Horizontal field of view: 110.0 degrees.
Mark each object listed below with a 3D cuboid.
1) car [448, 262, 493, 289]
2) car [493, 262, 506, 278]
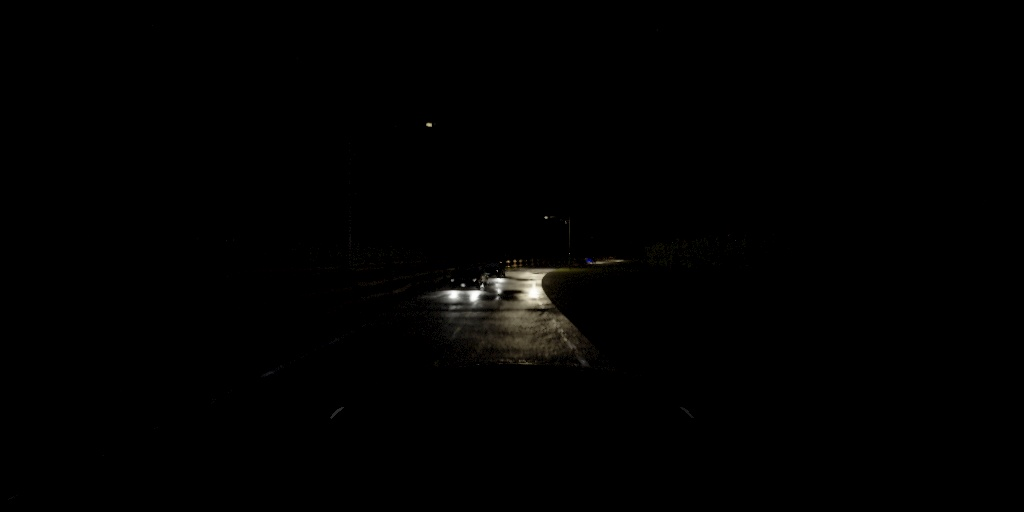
[{"bbox_3d":[-2.698,1.306,23.396,2.033,1.411,5.357,0,0,3],"label":"car"},{"bbox_3d":[-1.764,1.280,33.904,1.812,1.442,4.674,0,0,7],"label":"car"}]
